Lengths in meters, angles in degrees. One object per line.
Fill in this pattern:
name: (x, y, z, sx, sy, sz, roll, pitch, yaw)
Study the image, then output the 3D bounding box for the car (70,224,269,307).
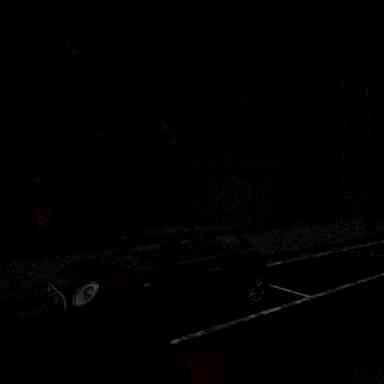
car: (-0.535, 1.401, 6.150, 4.097, 1.590, 1.967, -1, 0, -35)

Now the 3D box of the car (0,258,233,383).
car: (-2.441, 1.562, 1.638, 5.357, 1.411, 2.033, -1, 1, -35)
